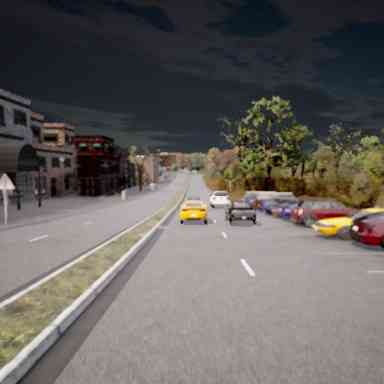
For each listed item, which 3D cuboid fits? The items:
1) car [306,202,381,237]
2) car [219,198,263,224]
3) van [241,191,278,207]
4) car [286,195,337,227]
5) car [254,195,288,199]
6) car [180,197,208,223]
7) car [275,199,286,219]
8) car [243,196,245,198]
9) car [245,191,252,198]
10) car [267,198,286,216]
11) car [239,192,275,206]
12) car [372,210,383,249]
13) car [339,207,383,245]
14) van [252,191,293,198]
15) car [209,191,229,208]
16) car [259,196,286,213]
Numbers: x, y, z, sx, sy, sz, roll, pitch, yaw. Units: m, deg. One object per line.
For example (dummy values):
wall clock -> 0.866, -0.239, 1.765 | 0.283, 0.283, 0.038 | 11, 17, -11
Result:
car -> 8.646, 1.453, 16.029 | 5.366, 1.575, 1.946 | 0, 0, 0
car -> 3.369, 1.413, 23.748 | 2.128, 1.511, 4.902 | 0, 1, 1
van -> 8.798, 0.918, 43.575 | 4.442, 1.987, 1.878 | 0, 1, 0
car -> 8.817, 1.299, 21.531 | 4.553, 1.767, 2.185 | 0, 1, 0
car -> 8.911, 1.341, 32.557 | 4.792, 1.488, 2.163 | 0, 1, 0
car -> 0.137, 1.385, 24.937 | 1.882, 1.535, 5.008 | 0, 1, 1
car -> 8.854, 1.440, 24.293 | 4.674, 1.452, 2.002 | 0, 1, 0
car -> 8.900, 1.194, 40.821 | 4.892, 1.521, 2.231 | 0, 1, 0
car -> 8.867, 1.110, 38.192 | 4.553, 1.767, 2.185 | 0, 1, 0
car -> 8.867, 1.414, 27.047 | 4.674, 1.452, 2.002 | 0, 1, 0
car -> 8.953, 0.963, 46.329 | 4.553, 1.767, 2.185 | 0, 1, 0
car -> 8.821, 1.476, 10.518 | 4.892, 1.521, 2.231 | 0, 0, 0
car -> 8.853, 1.498, 13.268 | 4.792, 1.488, 2.163 | 0, 0, 0
van -> 9.006, 1.051, 35.306 | 4.442, 1.987, 1.878 | 0, 1, 0
car -> 3.463, 0.904, 42.342 | 2.150, 2.045, 5.566 | 0, 1, 0
car -> 8.843, 1.376, 29.805 | 4.792, 1.488, 2.163 | 0, 1, 0
